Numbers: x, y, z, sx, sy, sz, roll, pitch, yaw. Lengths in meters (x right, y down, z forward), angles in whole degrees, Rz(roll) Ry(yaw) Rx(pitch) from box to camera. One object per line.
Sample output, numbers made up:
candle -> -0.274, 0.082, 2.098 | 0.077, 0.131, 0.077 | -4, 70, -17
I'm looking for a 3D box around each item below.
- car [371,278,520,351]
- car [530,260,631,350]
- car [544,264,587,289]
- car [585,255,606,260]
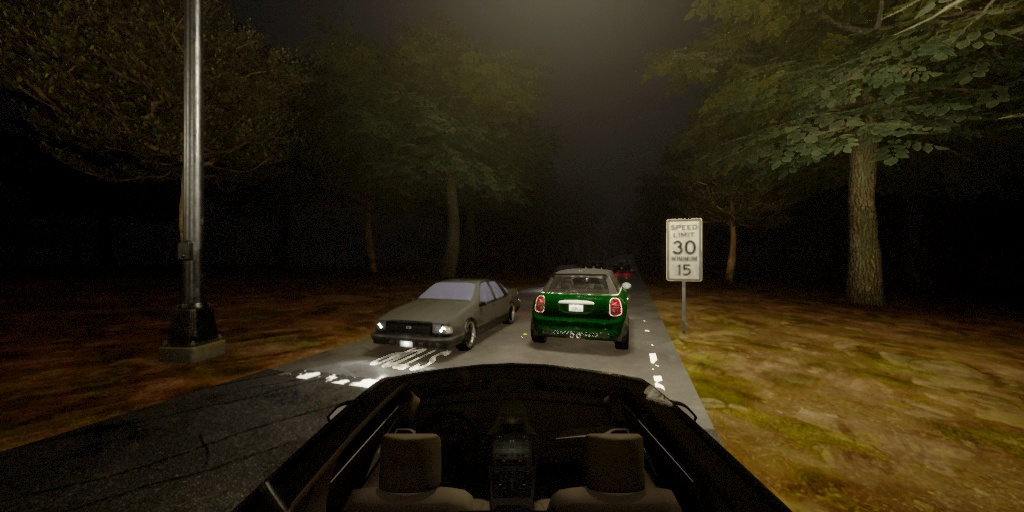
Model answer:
car -> -1.250, 1.298, 9.422 | 2.033, 1.411, 5.357 | 0, 0, 17
car -> 2.003, 1.103, 9.473 | 2.097, 1.767, 4.553 | 0, 0, 18
car -> 3.832, 1.295, 24.808 | 2.033, 1.411, 5.357 | 0, 0, 18
car -> 10.248, 0.898, 43.800 | 2.150, 2.045, 5.566 | 0, 0, 18
